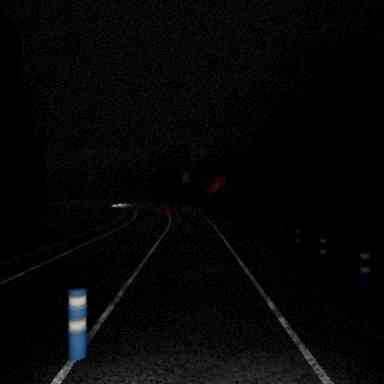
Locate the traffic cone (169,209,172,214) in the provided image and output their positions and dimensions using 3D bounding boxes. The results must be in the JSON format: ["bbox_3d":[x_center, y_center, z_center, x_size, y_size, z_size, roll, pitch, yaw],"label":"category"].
[{"bbox_3d":[-2.321,2.018,35.200,0.340,0.580,0.340,-1,1,-7],"label":"traffic cone"}]

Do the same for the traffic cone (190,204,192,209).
[{"bbox_3d":[-0.158,1.844,41.586,0.340,0.580,0.340,-1,1,-2],"label":"traffic cone"}]

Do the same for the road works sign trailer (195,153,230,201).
[{"bbox_3d":[1.433,-1.703,29.391,2.380,3.560,2.880,-36,55,-12],"label":"road works sign trailer"}]

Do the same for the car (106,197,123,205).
[{"bbox_3d":[-13.742,1.507,58.842,1.994,1.385,4.181,-4,2,-32],"label":"car"}]
